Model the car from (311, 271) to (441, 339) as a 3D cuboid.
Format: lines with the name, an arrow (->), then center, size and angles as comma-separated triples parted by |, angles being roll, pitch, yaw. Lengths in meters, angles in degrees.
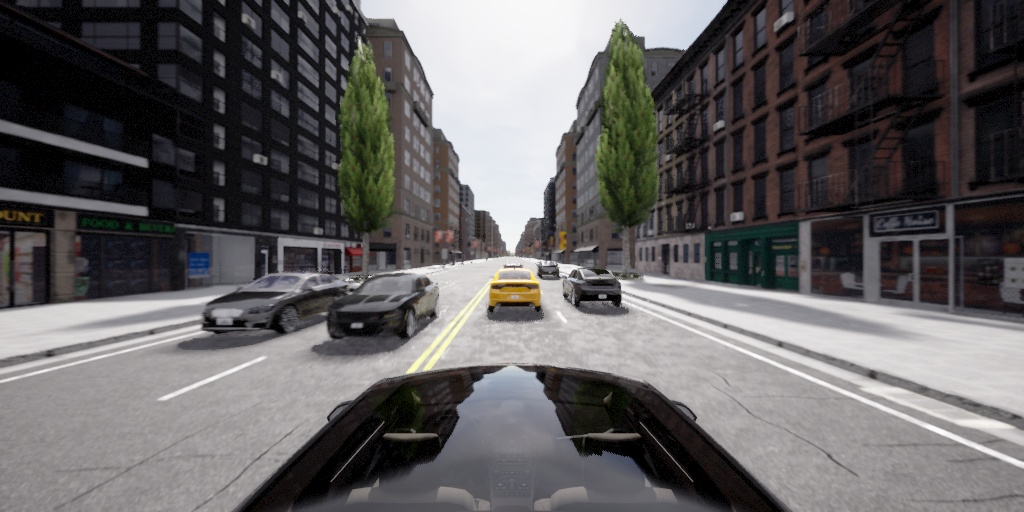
car -> -3.349, 1.228, 10.253 | 1.882, 1.535, 5.008 | 0, 0, 0

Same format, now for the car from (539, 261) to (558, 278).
car -> 3.353, 1.240, 33.940 | 2.128, 1.511, 4.902 | 0, 0, 0

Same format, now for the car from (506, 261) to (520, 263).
car -> 0.103, 1.240, 33.947 | 2.128, 1.511, 4.902 | 0, 0, 0

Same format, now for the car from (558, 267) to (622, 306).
car -> 3.353, 1.255, 15.696 | 1.837, 1.490, 4.892 | 0, 0, 0

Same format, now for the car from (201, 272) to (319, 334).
car -> -6.599, 1.242, 10.685 | 2.128, 1.511, 4.902 | 0, 0, 0

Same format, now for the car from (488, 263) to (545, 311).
car -> 0.102, 1.228, 14.568 | 1.882, 1.535, 5.008 | 0, 0, 0
